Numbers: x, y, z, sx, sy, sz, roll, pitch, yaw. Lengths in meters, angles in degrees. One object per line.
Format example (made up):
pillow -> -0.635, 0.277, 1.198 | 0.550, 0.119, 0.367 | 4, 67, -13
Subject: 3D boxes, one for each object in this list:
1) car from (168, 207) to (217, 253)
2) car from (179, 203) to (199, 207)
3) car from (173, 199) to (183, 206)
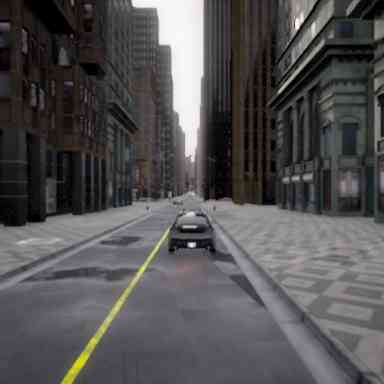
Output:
car -> 0.004, 1.645, 14.303 | 1.837, 1.490, 4.892 | 0, 0, 0
car -> 0.000, 1.882, 29.105 | 1.895, 1.301, 4.718 | 0, -1, 0
car -> -3.007, 2.261, 71.756 | 1.994, 1.385, 4.181 | 0, -1, 0
